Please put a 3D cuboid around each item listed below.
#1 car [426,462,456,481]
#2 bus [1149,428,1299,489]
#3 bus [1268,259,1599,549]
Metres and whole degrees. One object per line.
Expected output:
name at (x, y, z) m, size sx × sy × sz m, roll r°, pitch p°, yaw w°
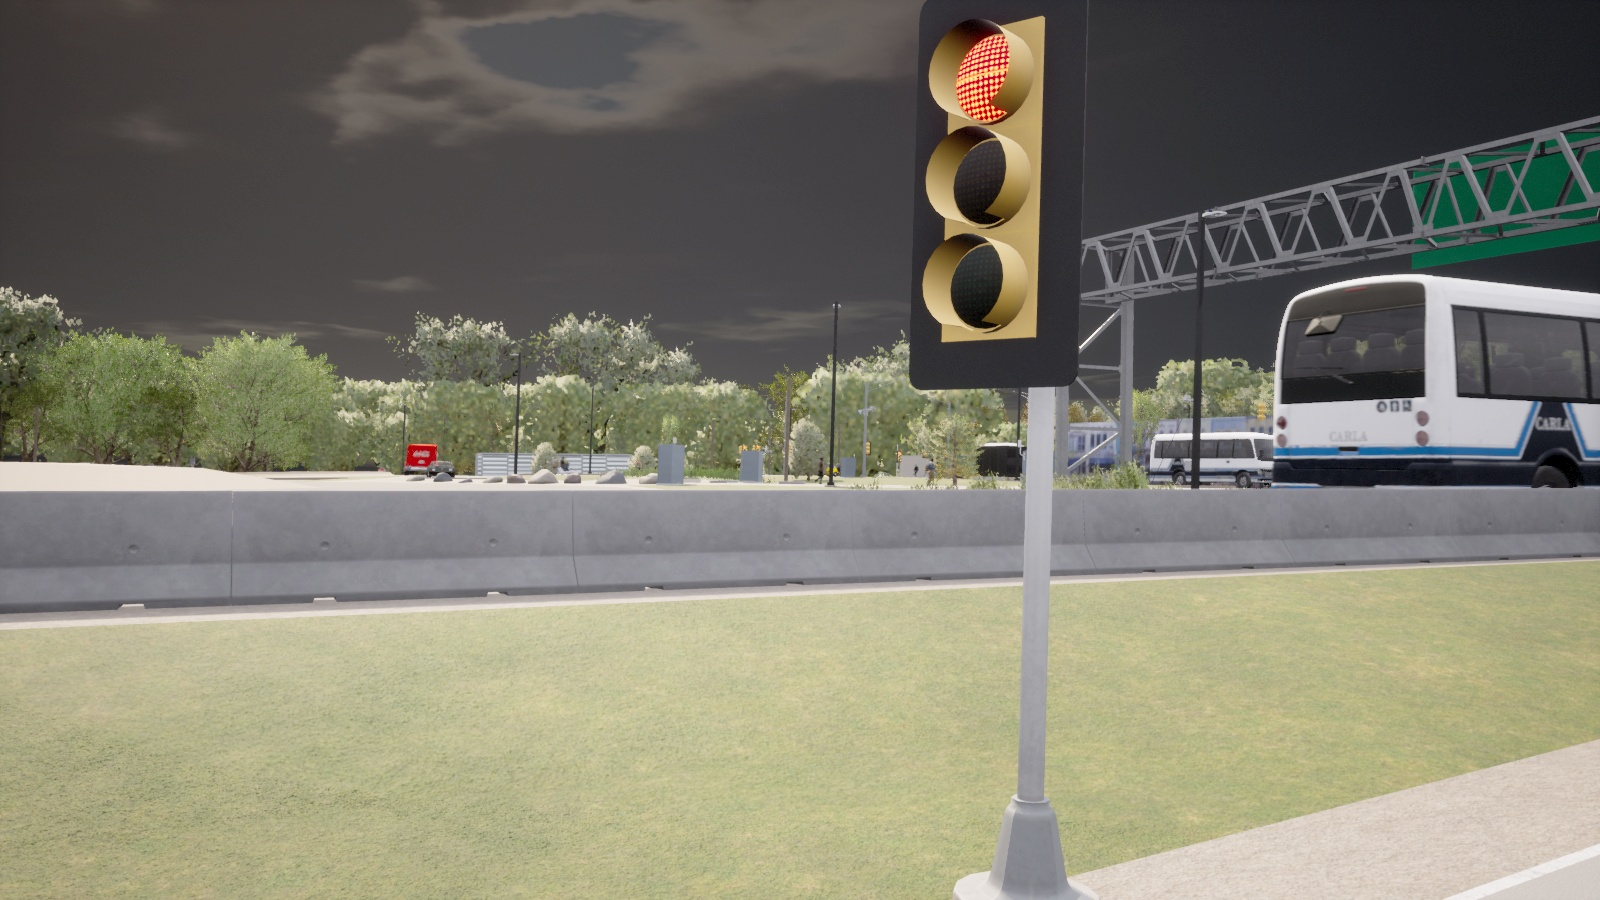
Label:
car at (-26.606, 1.582, 93.043) m, size 1.895 × 1.301 × 4.718 m, roll 2°, pitch -1°, yaw -18°
bus at (31.520, 0.701, 93.861) m, size 3.944 × 4.253 × 10.273 m, roll 3°, pitch -2°, yaw -35°
bus at (13.650, -0.611, 22.412) m, size 10.273 × 4.253 × 3.944 m, roll 1°, pitch -1°, yaw -26°
